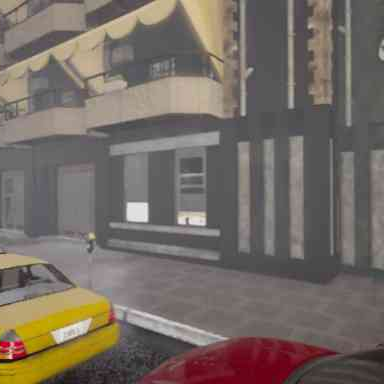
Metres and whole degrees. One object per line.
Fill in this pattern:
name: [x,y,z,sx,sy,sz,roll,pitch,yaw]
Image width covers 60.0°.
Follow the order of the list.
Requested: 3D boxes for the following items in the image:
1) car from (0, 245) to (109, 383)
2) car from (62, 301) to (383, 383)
car: [-3.204,1.491,5.024,4.829,1.417,1.752,0,0,36]
car: [1.548,1.547,1.627,4.507,1.381,1.887,0,0,36]
